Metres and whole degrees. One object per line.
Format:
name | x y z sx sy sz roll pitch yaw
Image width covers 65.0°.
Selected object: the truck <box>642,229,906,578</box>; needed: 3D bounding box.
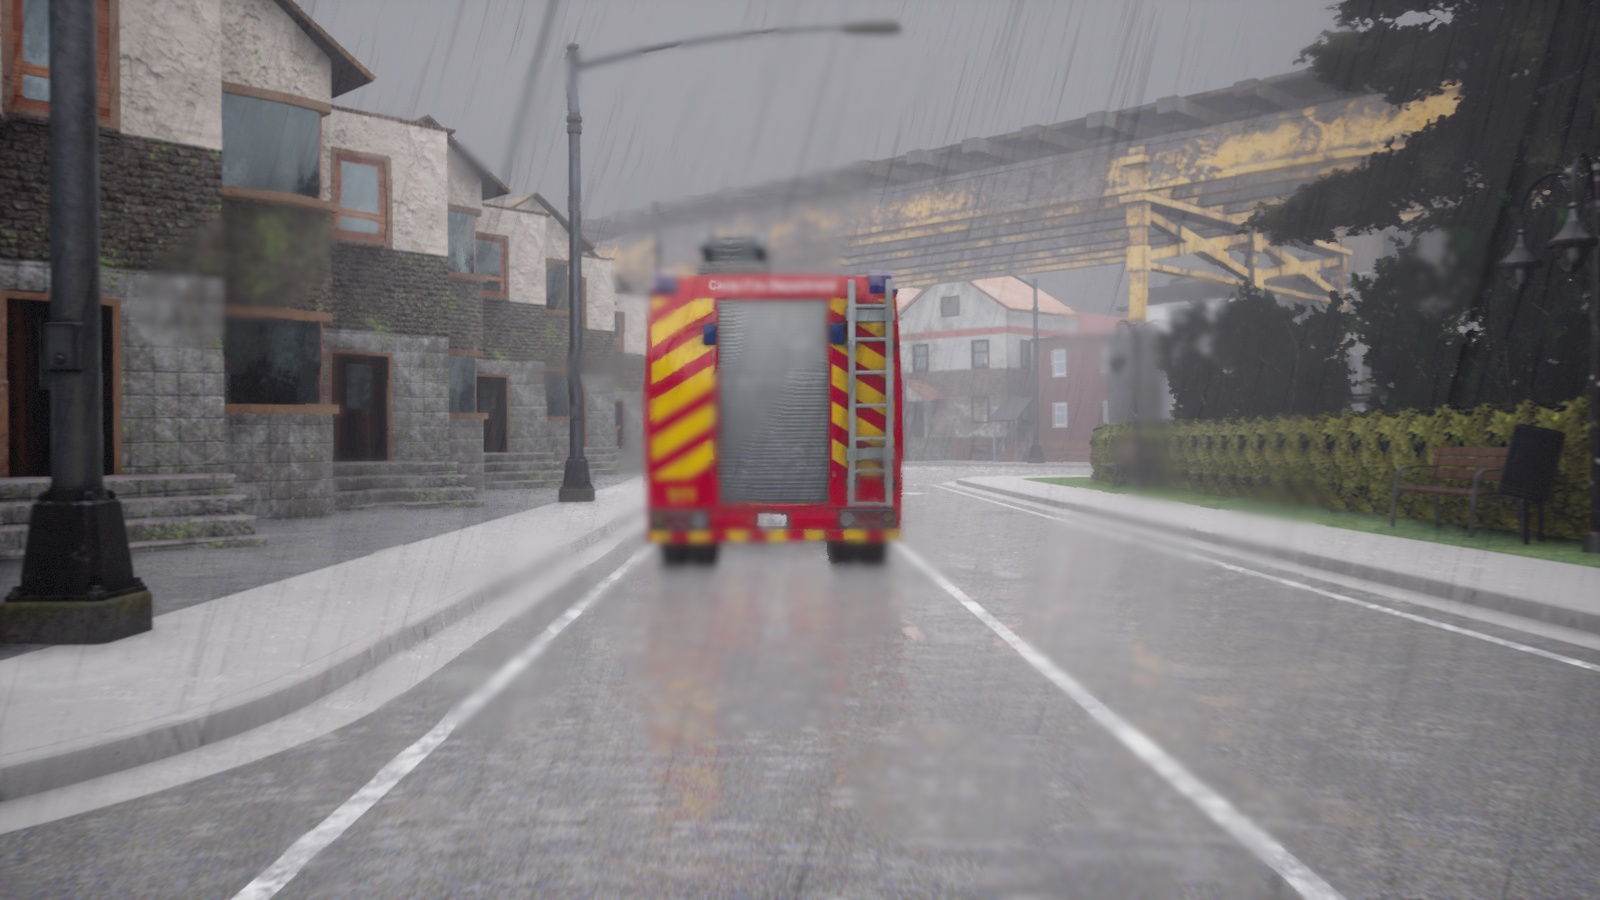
truck | -0.356 -0.546 18.065 2.891 3.827 8.468 0 0 -1
